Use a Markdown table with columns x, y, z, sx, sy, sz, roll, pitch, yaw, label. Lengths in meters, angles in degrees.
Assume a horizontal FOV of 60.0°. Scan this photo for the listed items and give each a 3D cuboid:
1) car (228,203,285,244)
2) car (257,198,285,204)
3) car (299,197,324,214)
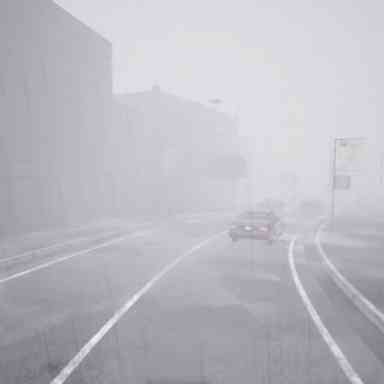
| x | y | z | sx | sy | sz | roll | pitch | yaw | label |
| --- | --- | --- | --- | --- | --- | --- | --- | --- | --- |
| 3.166 | 1.500 | 15.756 | 2.033 | 1.411 | 5.357 | 2 | 1 | 21 | car |
| 7.977 | 1.284 | 33.882 | 1.895 | 1.301 | 4.718 | 3 | 2 | 29 | car |
| 12.281 | 1.300 | 34.081 | 1.882 | 1.535 | 5.008 | 3 | 2 | 29 | car |
